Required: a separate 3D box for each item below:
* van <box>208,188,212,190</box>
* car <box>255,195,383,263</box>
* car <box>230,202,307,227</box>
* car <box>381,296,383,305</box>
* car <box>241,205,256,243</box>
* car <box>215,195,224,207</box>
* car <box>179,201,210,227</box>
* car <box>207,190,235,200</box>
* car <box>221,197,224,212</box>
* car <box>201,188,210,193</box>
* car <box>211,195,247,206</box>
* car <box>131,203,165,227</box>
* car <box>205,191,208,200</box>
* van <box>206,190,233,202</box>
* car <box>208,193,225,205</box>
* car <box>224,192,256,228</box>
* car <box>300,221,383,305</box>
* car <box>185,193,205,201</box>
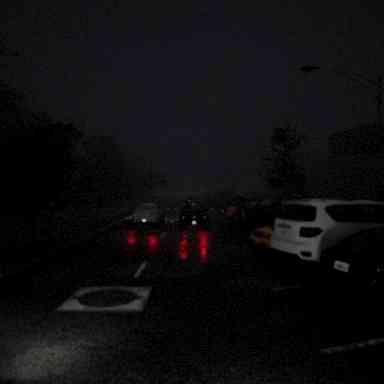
[{"bbox_3d":[5.264,0.850,52.309,4.442,1.987,1.878,1,0,-20],"label":"van"},{"bbox_3d":[5.115,1.237,10.283,5.566,2.045,2.435,1,0,-20],"label":"car"},{"bbox_3d":[5.110,1.455,22.285,4.674,1.452,2.002,1,1,-20],"label":"car"},{"bbox_3d":[5.079,1.538,4.260,4.674,1.452,2.002,1,0,-20],"label":"car"},{"bbox_3d":[4.919,1.473,13.212,5.366,1.575,1.946,1,1,-20],"label":"car"},{"bbox_3d":[5.094,1.349,31.282,4.792,1.488,2.163,1,1,-20],"label":"car"},{"bbox_3d":[0.135,1.528,22.210,1.895,1.301,4.718,0,1,0],"label":"car"},{"bbox_3d":[5.120,0.984,49.275,4.553,1.767,2.185,1,0,-20],"label":"car"},{"bbox_3d":[5.282,1.385,25.358,5.366,1.575,1.946,1,0,-20],"label":"car"},{"bbox_3d":[5.141,0.754,58.216,5.566,2.045,2.435,1,1,-20],"label":"car"},{"bbox_3d":[5.139,1.185,46.305,4.674,1.452,2.002,1,0,-20],"label":"car"},{"bbox_3d":[-2.864,1.453,22.229,1.812,1.442,4.674,0,1,0],"label":"car"},{"bbox_3d":[5.152,1.041,55.251,4.892,1.521,2.231,1,0,-20],"label":"car"},{"bbox_3d":[5.062,0.744,61.170,4.442,1.987,1.878,1,1,-20],"label":"van"},{"bbox_3d":[5.113,1.209,43.287,4.792,1.488,2.163,1,1,-20],"label":"car"},{"bbox_3d":[5.078,1.193,19.264,5.566,2.045,2.435,1,1,-20],"label":"car"},{"bbox_3d":[5.107,1.523,7.285,4.792,1.488,2.163,1,0,-20],"label":"car"},{"bbox_3d":[0.165,1.209,40.867,2.128,1.511,4.902,0,1,0],"label":"car"}]
